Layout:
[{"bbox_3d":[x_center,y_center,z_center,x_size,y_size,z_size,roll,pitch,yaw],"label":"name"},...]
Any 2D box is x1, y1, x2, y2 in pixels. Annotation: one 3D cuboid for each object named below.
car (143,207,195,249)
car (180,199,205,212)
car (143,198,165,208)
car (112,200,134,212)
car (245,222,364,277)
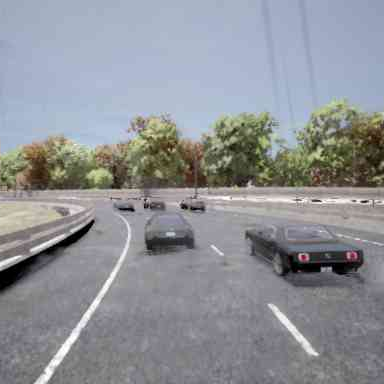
[{"bbox_3d":[-1.093,1.583,14.719,1.994,1.385,4.181,0,0,-8],"label":"car"},{"bbox_3d":[-0.013,1.515,38.779,2.128,1.511,4.902,0,0,-20],"label":"car"},{"bbox_3d":[-4.794,1.546,41.437,1.882,1.535,5.008,0,0,-22],"label":"car"},{"bbox_3d":[-8.609,1.667,41.411,1.994,1.385,4.181,0,0,-23],"label":"car"},{"bbox_3d":[3.022,1.580,10.199,1.895,1.301,4.718,0,0,-5],"label":"car"}]
